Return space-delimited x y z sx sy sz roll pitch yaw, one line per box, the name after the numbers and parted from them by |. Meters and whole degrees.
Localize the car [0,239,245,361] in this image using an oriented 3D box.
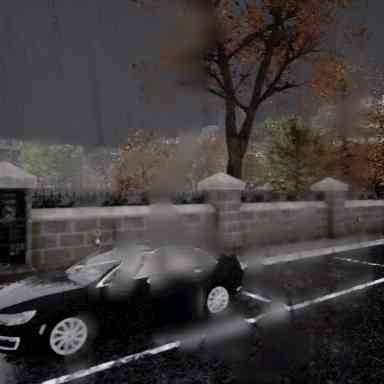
-1.015 1.561 5.839 4.403 1.369 2.008 0 0 -36 | car
